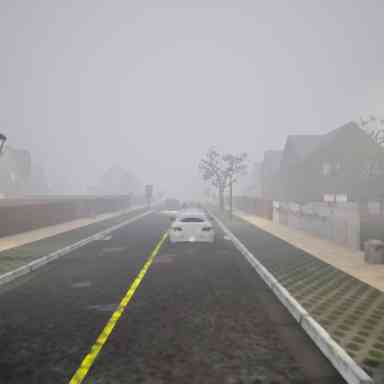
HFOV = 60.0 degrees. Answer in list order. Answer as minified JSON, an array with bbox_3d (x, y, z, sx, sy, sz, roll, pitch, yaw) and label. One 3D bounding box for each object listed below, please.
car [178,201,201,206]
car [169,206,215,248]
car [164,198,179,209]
[{"bbox_3d":[0.000,1.638,29.691,1.895,1.301,4.718,0,0,0],"label":"car"},{"bbox_3d":[0.000,1.540,14.655,1.812,1.442,4.674,0,0,0],"label":"car"},{"bbox_3d":[-2.750,1.571,45.667,2.128,1.511,4.902,0,0,0],"label":"car"}]
